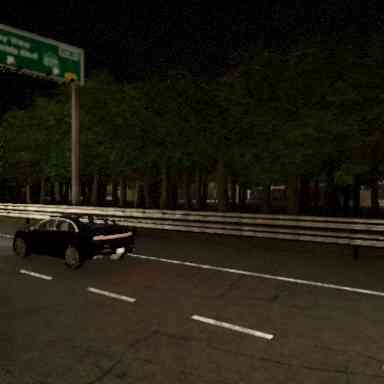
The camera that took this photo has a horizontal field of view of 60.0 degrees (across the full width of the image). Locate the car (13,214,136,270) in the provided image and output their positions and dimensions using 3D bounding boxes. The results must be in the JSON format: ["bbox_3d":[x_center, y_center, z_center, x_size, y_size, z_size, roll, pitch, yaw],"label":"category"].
[{"bbox_3d":[-4.048,1.491,11.055,4.902,1.511,2.128,0,0,35],"label":"car"}]
